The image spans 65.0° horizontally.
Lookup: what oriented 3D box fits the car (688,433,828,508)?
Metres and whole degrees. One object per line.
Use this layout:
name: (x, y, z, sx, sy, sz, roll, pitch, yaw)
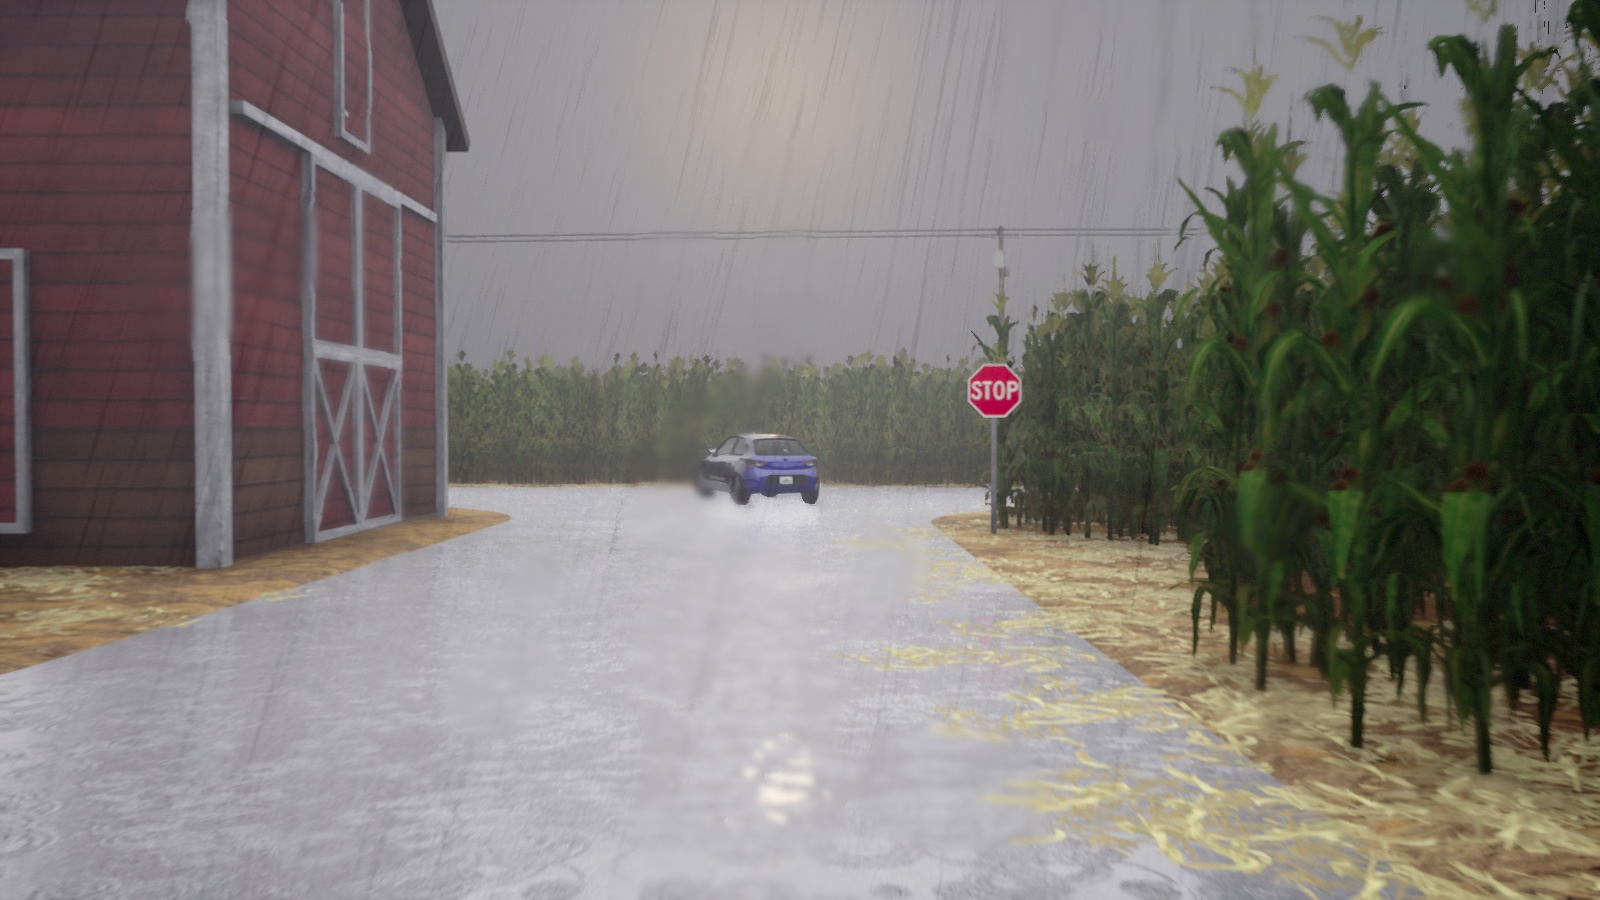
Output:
car: (-1.019, 0.379, 27.385, 1.816, 1.474, 4.193, 0, 1, -20)
